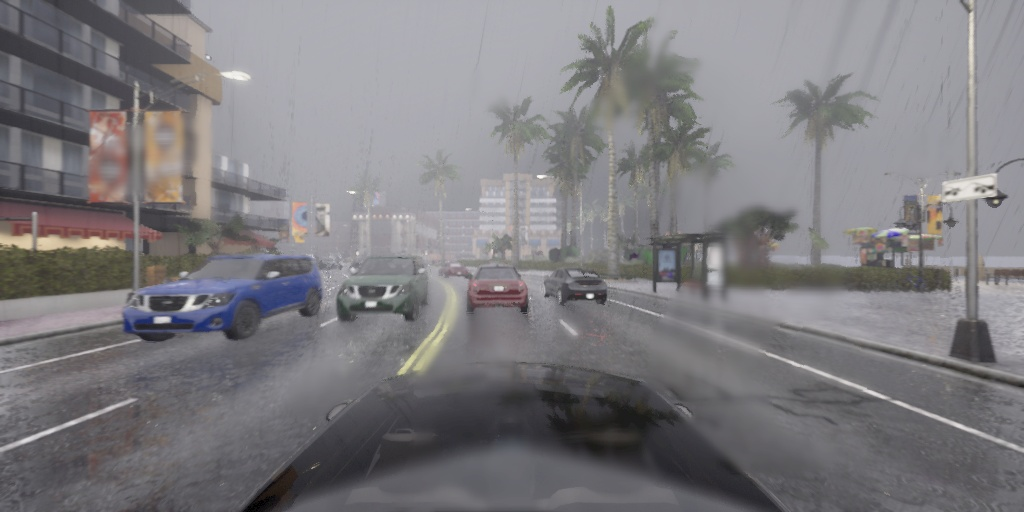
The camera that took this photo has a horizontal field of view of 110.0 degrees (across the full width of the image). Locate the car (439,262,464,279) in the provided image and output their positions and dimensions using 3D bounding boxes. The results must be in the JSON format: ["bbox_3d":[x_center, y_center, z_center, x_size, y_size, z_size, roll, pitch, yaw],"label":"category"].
[{"bbox_3d":[-5.232,1.260,31.995,1.812,1.442,4.674,0,0,-21],"label":"car"}]

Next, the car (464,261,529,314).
[{"bbox_3d":[-0.683,1.095,14.008,2.097,1.767,4.553,0,0,-7],"label":"car"}]

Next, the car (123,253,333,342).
[{"bbox_3d":[-7.439,0.967,10.170,2.150,2.045,5.566,0,0,-5],"label":"car"}]

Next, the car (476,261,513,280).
[{"bbox_3d":[-1.700,1.211,32.543,1.882,1.535,5.008,0,0,-20],"label":"car"}]

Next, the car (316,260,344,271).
[{"bbox_3d":[-25.296,1.250,49.687,4.674,1.442,1.812,0,0,40],"label":"car"}]

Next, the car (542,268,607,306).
[{"bbox_3d":[2.624,1.248,15.844,1.837,1.490,4.892,0,0,-7],"label":"car"}]

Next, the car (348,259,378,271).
[{"bbox_3d":[-21.068,1.214,50.501,4.902,1.511,2.128,0,0,44],"label":"car"}]

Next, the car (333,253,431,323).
[{"bbox_3d":[-4.162,0.966,12.568,2.150,2.045,5.566,0,0,-6],"label":"car"}]
